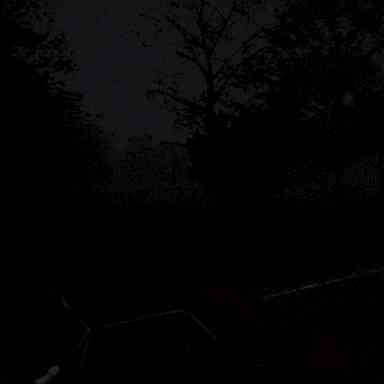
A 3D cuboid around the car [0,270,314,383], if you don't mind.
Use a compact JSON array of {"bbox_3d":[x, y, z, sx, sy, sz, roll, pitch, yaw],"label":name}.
[{"bbox_3d":[-1.044,1.589,3.137,4.718,1.301,1.895,0,0,-35],"label":"car"}]
